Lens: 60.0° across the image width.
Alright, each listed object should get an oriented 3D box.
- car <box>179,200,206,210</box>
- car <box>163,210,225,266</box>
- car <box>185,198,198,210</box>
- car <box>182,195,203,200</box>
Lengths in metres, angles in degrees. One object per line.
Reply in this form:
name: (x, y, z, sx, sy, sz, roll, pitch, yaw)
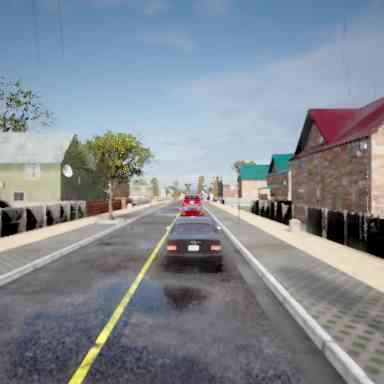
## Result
car: (0.026, 1.571, 24.016, 1.812, 1.442, 4.674, 0, 0, 0)
car: (0.058, 1.563, 11.491, 2.033, 1.411, 5.357, 0, 0, 0)
car: (-0.030, 1.675, 47.708, 1.812, 1.442, 4.674, 0, 0, 0)
car: (0.019, 1.314, 37.229, 2.150, 2.045, 5.566, 0, 0, 1)
